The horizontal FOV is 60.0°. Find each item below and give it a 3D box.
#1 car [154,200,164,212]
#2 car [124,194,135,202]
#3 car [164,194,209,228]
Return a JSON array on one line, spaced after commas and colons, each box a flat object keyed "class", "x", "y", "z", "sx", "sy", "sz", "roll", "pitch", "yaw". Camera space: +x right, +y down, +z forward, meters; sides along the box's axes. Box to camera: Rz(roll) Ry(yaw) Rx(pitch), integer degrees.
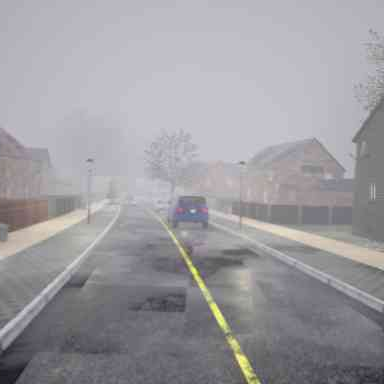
[{"class": "car", "x": -2.995, "y": 1.489, "z": 36.084, "sx": 1.895, "sy": 1.301, "sz": 4.718, "roll": 1, "pitch": 0, "yaw": -11}, {"class": "car", "x": -13.255, "y": 1.245, "z": 70.744, "sx": 1.837, "sy": 1.490, "sz": 4.892, "roll": 1, "pitch": -1, "yaw": -12}, {"class": "car", "x": -0.335, "y": 1.174, "z": 21.641, "sx": 2.150, "sy": 2.045, "sz": 5.566, "roll": 2, "pitch": 0, "yaw": -9}]
